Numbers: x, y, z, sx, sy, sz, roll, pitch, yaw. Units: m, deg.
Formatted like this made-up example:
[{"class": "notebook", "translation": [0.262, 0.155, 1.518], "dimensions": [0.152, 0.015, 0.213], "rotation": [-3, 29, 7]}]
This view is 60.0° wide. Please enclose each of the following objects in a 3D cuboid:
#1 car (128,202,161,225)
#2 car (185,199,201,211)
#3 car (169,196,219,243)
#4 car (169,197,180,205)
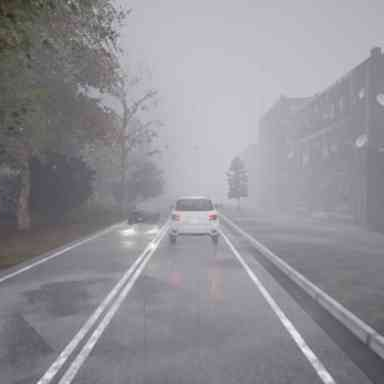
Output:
[{"class": "car", "translation": [-3.353, 1.467, 24.106], "dimensions": [1.882, 1.535, 5.008], "rotation": [0, 0, 0]}, {"class": "car", "translation": [0.080, 1.588, 40.798], "dimensions": [1.895, 1.301, 4.718], "rotation": [0, 0, 0]}, {"class": "car", "translation": [0.096, 1.216, 16.269], "dimensions": [2.150, 2.045, 5.566], "rotation": [0, 0, 0]}, {"class": "car", "translation": [-3.358, 1.724, 64.976], "dimensions": [1.994, 1.385, 4.181], "rotation": [0, -1, 0]}]
